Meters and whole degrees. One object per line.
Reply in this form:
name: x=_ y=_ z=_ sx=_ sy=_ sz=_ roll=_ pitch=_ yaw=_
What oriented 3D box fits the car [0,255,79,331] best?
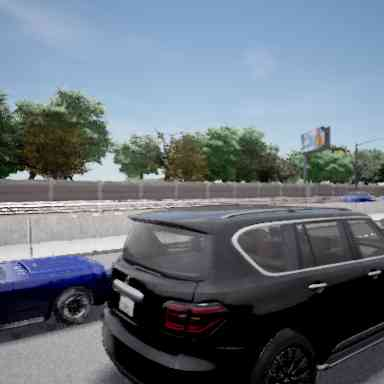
car: x=-3.724 y=1.601 z=5.390 sx=4.718 sy=1.301 sz=1.895 roll=0 pitch=0 yaw=-36

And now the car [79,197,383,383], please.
car: x=1.531 y=1.199 z=4.840 sx=5.566 sy=2.045 sz=2.150 roll=0 pitch=0 yaw=-36

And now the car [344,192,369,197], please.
car: x=22.577 y=1.028 z=45.877 sx=5.566 sy=2.045 sz=2.150 roll=0 pitch=0 yaw=-35

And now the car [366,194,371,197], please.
car: x=25.564 y=1.348 z=43.711 sx=5.357 sy=1.411 sz=2.033 roll=0 pitch=0 yaw=-35
